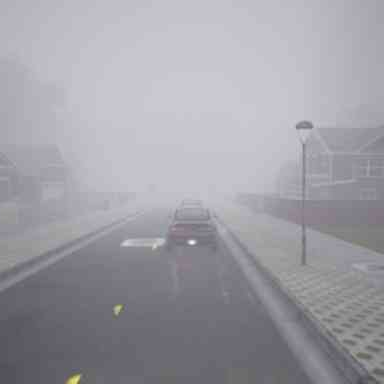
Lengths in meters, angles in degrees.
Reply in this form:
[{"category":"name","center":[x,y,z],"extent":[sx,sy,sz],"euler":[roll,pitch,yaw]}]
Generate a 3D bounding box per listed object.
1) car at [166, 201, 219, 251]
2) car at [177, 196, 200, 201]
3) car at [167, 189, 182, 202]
[{"category":"car","center":[0.016,1.334,13.211],"extent":[1.837,1.490,4.892],"euler":[0,1,0]},{"category":"car","center":[-0.017,1.238,27.586],"extent":[1.895,1.301,4.718],"euler":[0,1,0]},{"category":"car","center":[-2.892,0.482,55.217],"extent":[2.150,2.045,5.566],"euler":[0,1,0]}]
